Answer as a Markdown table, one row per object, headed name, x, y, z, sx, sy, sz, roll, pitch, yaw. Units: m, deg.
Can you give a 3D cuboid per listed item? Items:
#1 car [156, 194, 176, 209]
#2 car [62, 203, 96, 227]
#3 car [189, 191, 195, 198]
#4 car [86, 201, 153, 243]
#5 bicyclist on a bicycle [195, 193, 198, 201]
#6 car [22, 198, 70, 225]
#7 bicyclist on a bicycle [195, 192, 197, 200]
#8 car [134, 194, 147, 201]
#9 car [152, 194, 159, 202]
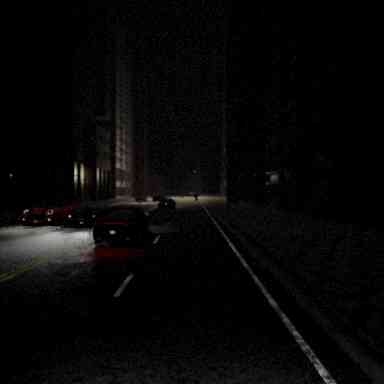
| name | x | y | z | sx | sy | sz | roll | pitch | yaw |
| --- | --- | --- | --- | --- | --- | --- | --- | --- | --- |
| car | -3.134 | 1.373 | 42.514 | 1.994 | 1.385 | 4.181 | 0 | 0 | 0 |
| car | -6.592 | 1.516 | 22.041 | 1.895 | 1.301 | 4.718 | 0 | 0 | 0 |
| car | 0.033 | 0.856 | 95.120 | 2.033 | 1.411 | 5.357 | 0 | 1 | 0 |
| car | -3.146 | 1.420 | 15.646 | 1.882 | 1.535 | 5.008 | 0 | 0 | 0 |
| bicyclist on a bicycle | 0.915 | 1.109 | 68.109 | 0.582 | 1.620 | 1.656 | 0 | 0 | 0 |
| car | -9.841 | 1.263 | 23.141 | 2.097 | 1.767 | 4.553 | 0 | 0 | 0 |
| bicyclist on a bicycle | 0.919 | 0.960 | 77.102 | 0.659 | 1.776 | 1.843 | 0 | 1 | 0 |
| car | -9.749 | 1.162 | 63.451 | 1.882 | 1.535 | 5.008 | 0 | 0 | 1 |
| car | -6.503 | 1.162 | 63.461 | 1.882 | 1.535 | 5.008 | 0 | 0 | 1 |
